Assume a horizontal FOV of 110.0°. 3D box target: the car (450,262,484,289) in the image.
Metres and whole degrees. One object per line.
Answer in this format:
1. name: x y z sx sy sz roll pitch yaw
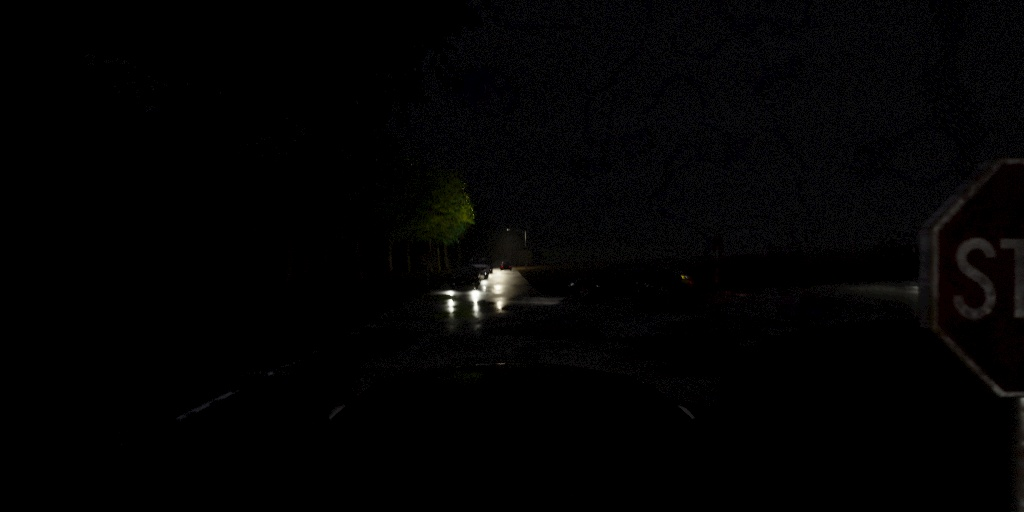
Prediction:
1. car: -3.247 1.410 25.510 1.882 1.535 5.008 -1 0 -2

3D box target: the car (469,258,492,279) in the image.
1. car: -3.454 1.227 36.137 2.150 2.045 5.566 -1 0 -2

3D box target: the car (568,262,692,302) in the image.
1. car: 4.555 0.979 14.265 4.674 1.442 1.812 -3 0 18

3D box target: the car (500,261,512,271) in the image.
1. car: -0.978 1.673 56.931 2.033 1.411 5.357 -1 0 -1
